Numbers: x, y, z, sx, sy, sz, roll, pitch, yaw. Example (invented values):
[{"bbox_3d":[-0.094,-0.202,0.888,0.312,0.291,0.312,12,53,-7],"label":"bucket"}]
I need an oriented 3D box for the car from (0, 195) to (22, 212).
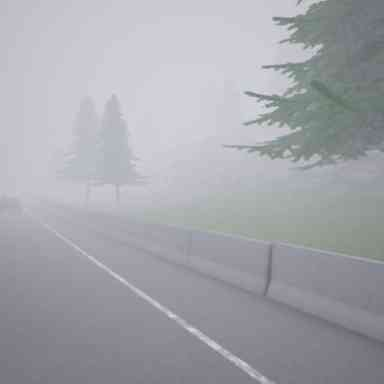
[{"bbox_3d":[-21.241,1.290,38.999,2.097,1.767,4.553,-1,1,-30],"label":"car"}]

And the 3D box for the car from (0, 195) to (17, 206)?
[{"bbox_3d":[-28.425,1.223,51.472,2.128,1.511,4.902,-1,1,-30],"label":"car"}]
